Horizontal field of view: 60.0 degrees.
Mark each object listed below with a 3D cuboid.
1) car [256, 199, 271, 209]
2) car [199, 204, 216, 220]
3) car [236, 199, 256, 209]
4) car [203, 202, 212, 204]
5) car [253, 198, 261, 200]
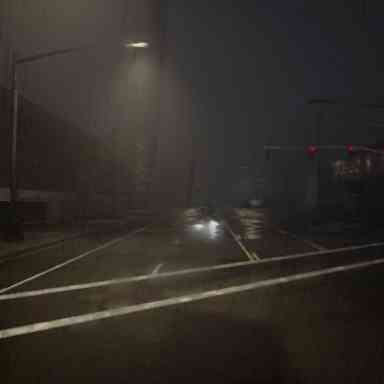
[{"bbox_3d":[13.572,2.525,62.584,1.994,1.385,4.181,0,-1,3],"label":"car"},{"bbox_3d":[1.748,2.412,37.020,1.895,1.301,4.718,0,0,3],"label":"car"},{"bbox_3d":[10.056,2.463,62.333,2.128,1.511,4.902,0,-1,3],"label":"car"},{"bbox_3d":[2.591,2.375,54.370,1.837,1.490,4.892,0,-1,3],"label":"car"},{"bbox_3d":[14.047,2.338,72.632,2.150,2.045,5.566,0,-3,3],"label":"car"}]
